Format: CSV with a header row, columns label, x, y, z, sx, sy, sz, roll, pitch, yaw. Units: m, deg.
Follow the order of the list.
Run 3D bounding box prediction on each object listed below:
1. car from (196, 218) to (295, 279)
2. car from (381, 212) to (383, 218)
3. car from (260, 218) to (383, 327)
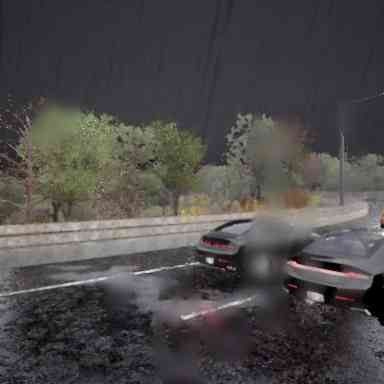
label,x,y,z,sx,sy,sz,roll,pitch,yaw
car,2.312,1.572,10.337,4.892,1.490,1.837,1,0,-41
car,14.403,1.543,22.556,2.097,1.767,4.553,0,0,41
car,3.924,1.549,7.117,4.902,1.511,2.128,1,0,-40
